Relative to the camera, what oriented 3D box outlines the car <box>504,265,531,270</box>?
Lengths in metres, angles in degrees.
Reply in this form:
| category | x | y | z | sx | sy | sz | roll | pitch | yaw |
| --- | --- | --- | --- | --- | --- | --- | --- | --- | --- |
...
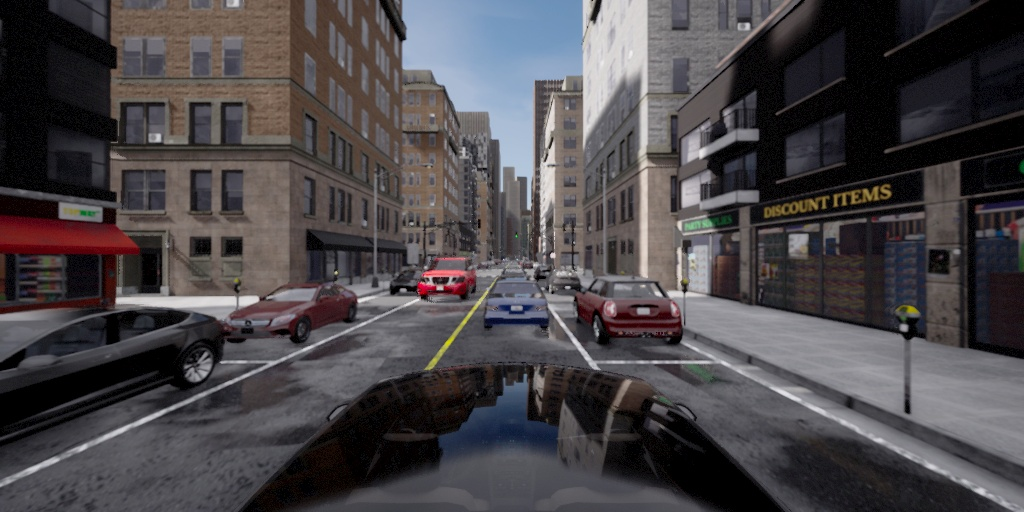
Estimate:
| category | x | y | z | sx | sy | sz | roll | pitch | yaw |
| --- | --- | --- | --- | --- | --- | --- | --- | --- | --- |
| car | 0.144 | 1.492 | 25.496 | 1.895 | 1.301 | 4.718 | 0 | 0 | 0 |

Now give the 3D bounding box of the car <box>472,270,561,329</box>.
| category | x | y | z | sx | sy | sz | roll | pitch | yaw |
| --- | --- | --- | --- | --- | --- | --- | --- | --- | --- |
| car | 0.119 | 1.354 | 11.399 | 2.033 | 1.411 | 5.357 | 0 | 0 | 0 |

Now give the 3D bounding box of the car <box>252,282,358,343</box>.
| category | x | y | z | sx | sy | sz | roll | pitch | yaw |
| --- | --- | --- | --- | --- | --- | --- | --- | --- | --- |
| car | -5.655 | 1.379 | 9.757 | 1.802 | 1.307 | 4.207 | 0 | 0 | 0 |

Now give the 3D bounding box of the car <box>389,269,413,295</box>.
| category | x | y | z | sx | sy | sz | roll | pitch | yaw |
| --- | --- | --- | --- | --- | --- | --- | --- | --- | --- |
| car | -5.633 | 1.428 | 20.760 | 1.948 | 1.339 | 4.313 | 0 | 0 | 0 |

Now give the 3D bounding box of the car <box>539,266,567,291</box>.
| category | x | y | z | sx | sy | sz | roll | pitch | yaw |
| --- | --- | --- | --- | --- | --- | --- | --- | --- | --- |
| car | 2.893 | 1.413 | 20.743 | 2.007 | 1.370 | 4.403 | 0 | 0 | 0 |

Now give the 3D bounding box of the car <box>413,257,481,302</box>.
| category | x | y | z | sx | sy | sz | roll | pitch | yaw |
| --- | --- | --- | --- | --- | --- | --- | --- | --- | --- |
| car | -3.066 | 1.069 | 18.209 | 2.150 | 2.045 | 5.566 | 0 | 0 | 1 |

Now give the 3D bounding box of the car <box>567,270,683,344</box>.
| category | x | y | z | sx | sy | sz | roll | pitch | yaw |
| --- | --- | --- | --- | --- | --- | --- | --- | --- | --- |
| car | 2.871 | 1.237 | 9.740 | 1.967 | 1.591 | 4.097 | 0 | 0 | 0 |

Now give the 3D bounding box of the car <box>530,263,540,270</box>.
| category | x | y | z | sx | sy | sz | roll | pitch | yaw |
| --- | --- | --- | --- | --- | --- | --- | --- | --- | --- |
| car | 2.915 | 1.496 | 31.745 | 1.948 | 1.339 | 4.313 | 0 | 0 | 0 |

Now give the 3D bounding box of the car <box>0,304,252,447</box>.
| category | x | y | z | sx | sy | sz | roll | pitch | yaw |
| --- | --- | --- | --- | --- | --- | --- | --- | --- | --- |
| car | -5.666 | 1.330 | 4.256 | 1.948 | 1.339 | 4.313 | 0 | 0 | 0 |
